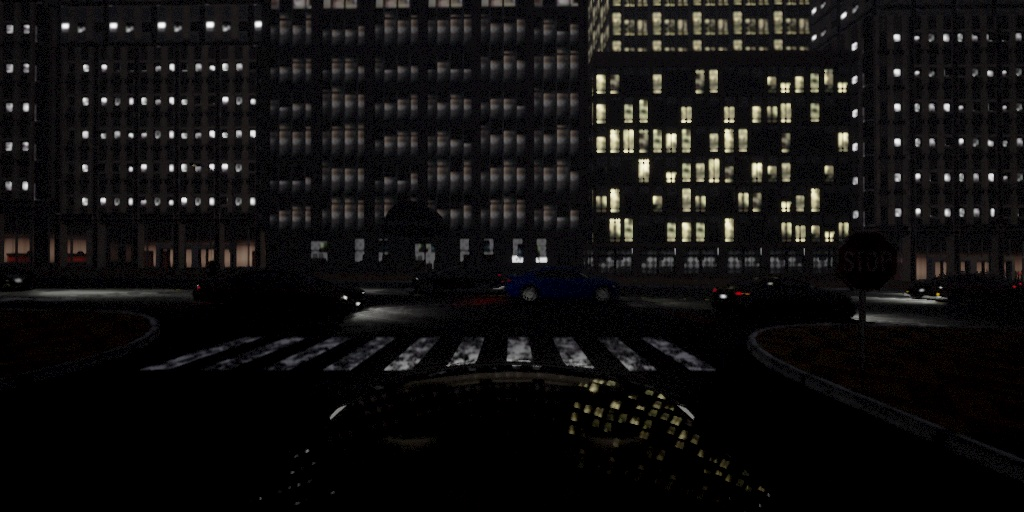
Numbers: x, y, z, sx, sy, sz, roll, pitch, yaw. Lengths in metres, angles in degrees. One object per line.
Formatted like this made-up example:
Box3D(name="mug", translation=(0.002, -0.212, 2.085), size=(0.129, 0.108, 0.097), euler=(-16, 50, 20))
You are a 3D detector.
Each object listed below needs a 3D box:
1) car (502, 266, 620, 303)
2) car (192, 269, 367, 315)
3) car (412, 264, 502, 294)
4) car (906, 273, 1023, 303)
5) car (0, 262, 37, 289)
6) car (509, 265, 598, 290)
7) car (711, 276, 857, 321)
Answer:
Box3D(name="car", translation=(2.190, 1.200, 15.845), size=(5.008, 1.535, 1.882), euler=(0, 0, 1))
Box3D(name="car", translation=(-8.099, 1.188, 12.742), size=(5.357, 1.411, 2.033), euler=(3, -1, 1))
Box3D(name="car", translation=(-2.874, 1.200, 19.362), size=(4.902, 1.511, 2.128), euler=(0, 0, 1))
Box3D(name="car", translation=(23.745, 1.675, 19.001), size=(4.181, 1.385, 1.994), euler=(1, 0, 1))
Box3D(name="car", translation=(-24.704, 0.795, 16.219), size=(4.902, 1.511, 2.128), euler=(1, 0, 1))
Box3D(name="car", translation=(2.504, 1.330, 22.548), size=(5.357, 1.411, 2.033), euler=(1, 0, 1))
Box3D(name="car", translation=(9.248, 1.395, 12.387), size=(4.181, 1.385, 1.994), euler=(1, 0, -3))
